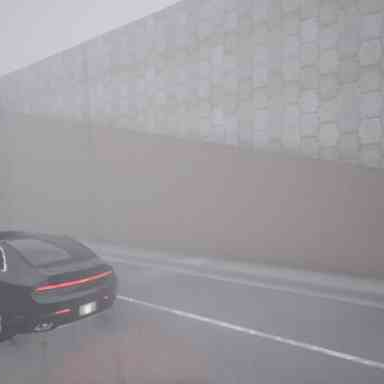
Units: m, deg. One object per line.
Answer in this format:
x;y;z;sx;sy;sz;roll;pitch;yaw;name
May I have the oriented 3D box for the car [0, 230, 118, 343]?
-3.565;1.522;6.517;4.892;1.490;1.837;1;0;36;car
